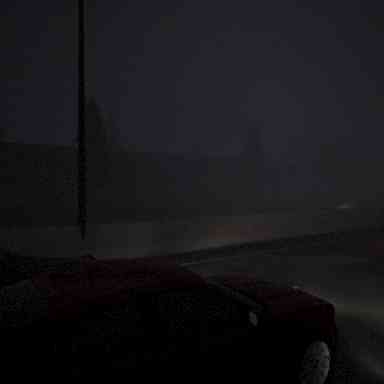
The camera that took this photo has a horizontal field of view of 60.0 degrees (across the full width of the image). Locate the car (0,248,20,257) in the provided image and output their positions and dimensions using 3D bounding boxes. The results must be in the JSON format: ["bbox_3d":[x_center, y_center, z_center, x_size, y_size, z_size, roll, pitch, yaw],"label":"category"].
[{"bbox_3d":[-3.872,1.549,5.288,5.357,1.411,2.033,0,0,-35],"label":"car"}]

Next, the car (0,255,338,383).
[{"bbox_3d":[-0.513,1.472,3.399,5.008,1.535,1.882,0,0,-35],"label":"car"}]

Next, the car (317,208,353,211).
[{"bbox_3d":[13.259,1.405,30.655,4.674,1.442,1.812,0,0,-35],"label":"car"}]

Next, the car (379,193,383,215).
[{"bbox_3d":[20.070,1.074,31.216,5.566,2.045,2.150,-1,0,-35],"label":"car"}]
